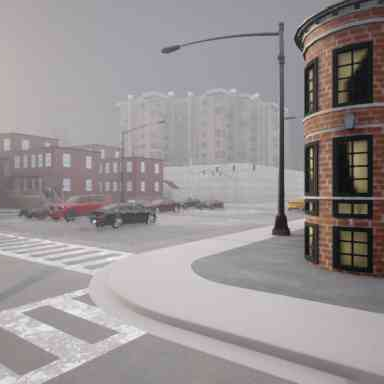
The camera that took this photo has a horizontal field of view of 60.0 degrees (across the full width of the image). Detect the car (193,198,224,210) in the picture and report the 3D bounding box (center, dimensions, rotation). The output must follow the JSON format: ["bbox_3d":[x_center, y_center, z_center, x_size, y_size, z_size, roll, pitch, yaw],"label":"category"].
[{"bbox_3d":[2.538,1.564,43.761,1.994,1.385,4.181,0,0,35],"label":"car"}]

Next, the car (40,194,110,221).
[{"bbox_3d":[-9.109,1.221,27.509,2.150,2.045,5.566,0,0,36],"label":"car"}]

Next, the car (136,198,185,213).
[{"bbox_3d":[-3.313,1.478,35.610,1.882,1.535,5.008,0,0,36],"label":"car"}]

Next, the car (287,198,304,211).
[{"bbox_3d":[13.184,1.478,40.296,1.882,1.535,5.008,0,0,36],"label":"car"}]

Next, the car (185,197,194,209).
[{"bbox_3d":[-0.682,1.491,45.275,2.128,1.511,4.902,0,0,36],"label":"car"}]

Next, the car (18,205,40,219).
[{"bbox_3d":[-12.189,1.547,29.221,2.033,1.411,5.357,0,0,36],"label":"car"}]

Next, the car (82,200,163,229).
[{"bbox_3d":[-4.391,1.505,21.844,1.837,1.490,4.892,0,0,37],"label":"car"}]
